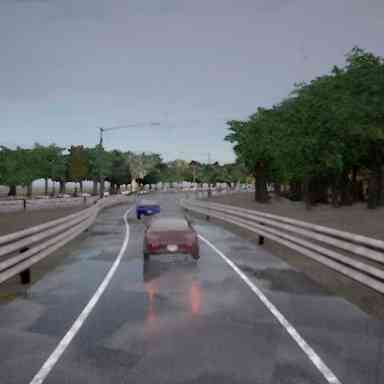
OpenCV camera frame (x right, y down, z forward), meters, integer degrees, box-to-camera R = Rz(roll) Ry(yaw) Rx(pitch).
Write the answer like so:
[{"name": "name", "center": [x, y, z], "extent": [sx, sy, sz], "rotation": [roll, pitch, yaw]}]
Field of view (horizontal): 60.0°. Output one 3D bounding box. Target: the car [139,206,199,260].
[{"name": "car", "center": [-0.840, 1.479, 12.189], "extent": [1.812, 1.442, 4.674], "rotation": [0, 0, -6]}]

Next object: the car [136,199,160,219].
[{"name": "car", "center": [-3.729, 1.349, 28.252], "extent": [1.882, 1.535, 5.008], "rotation": [-1, 0, -11]}]
